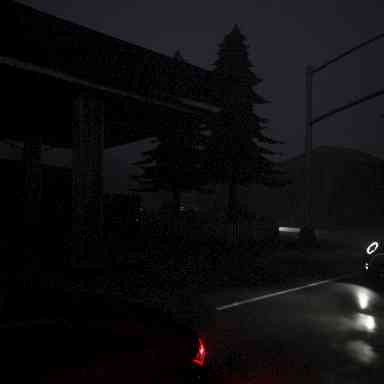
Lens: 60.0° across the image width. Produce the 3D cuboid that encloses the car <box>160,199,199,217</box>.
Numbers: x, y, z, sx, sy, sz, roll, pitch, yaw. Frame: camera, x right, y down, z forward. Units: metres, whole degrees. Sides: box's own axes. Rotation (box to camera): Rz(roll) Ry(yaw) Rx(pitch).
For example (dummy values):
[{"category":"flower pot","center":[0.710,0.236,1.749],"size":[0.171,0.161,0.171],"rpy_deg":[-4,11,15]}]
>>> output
[{"category":"car","center":[-1.321,1.539,32.667],"size":[2.097,1.767,4.553],"rpy_deg":[1,0,-36]}]

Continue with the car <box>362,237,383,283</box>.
[{"category":"car","center":[6.503,1.427,8.725],"size":[4.553,1.767,2.097],"rpy_deg":[1,0,-34]}]

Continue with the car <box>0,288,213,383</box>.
[{"category":"car","center":[-1.843,1.620,2.692],"size":[4.181,1.385,1.994],"rpy_deg":[1,-1,-36]}]

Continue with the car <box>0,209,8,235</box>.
[{"category":"car","center":[-11.652,1.520,18.480],"size":[2.242,1.667,4.611],"rpy_deg":[1,0,-36]}]

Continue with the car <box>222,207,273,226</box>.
[{"category":"car","center":[4.098,1.814,25.028],"size":[1.994,1.385,4.181],"rpy_deg":[1,0,-35]}]

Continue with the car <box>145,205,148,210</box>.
[{"category":"car","center":[-7.470,1.662,41.332],"size":[2.033,1.411,5.357],"rpy_deg":[1,0,-35]}]

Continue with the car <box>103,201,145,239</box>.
[{"category":"car","center":[-4.521,1.445,18.298],"size":[1.905,1.878,3.866],"rpy_deg":[1,0,-36]}]
